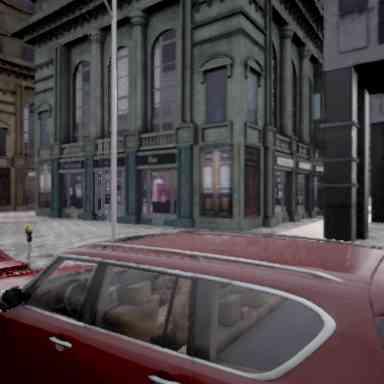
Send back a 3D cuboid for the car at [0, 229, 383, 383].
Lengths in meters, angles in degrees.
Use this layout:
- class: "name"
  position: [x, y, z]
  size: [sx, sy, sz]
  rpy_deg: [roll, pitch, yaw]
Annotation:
- class: "car"
  position: [-0.353, 1.314, 3.211]
  size: [5.009, 1.841, 2.192]
  rpy_deg: [0, 0, 35]
